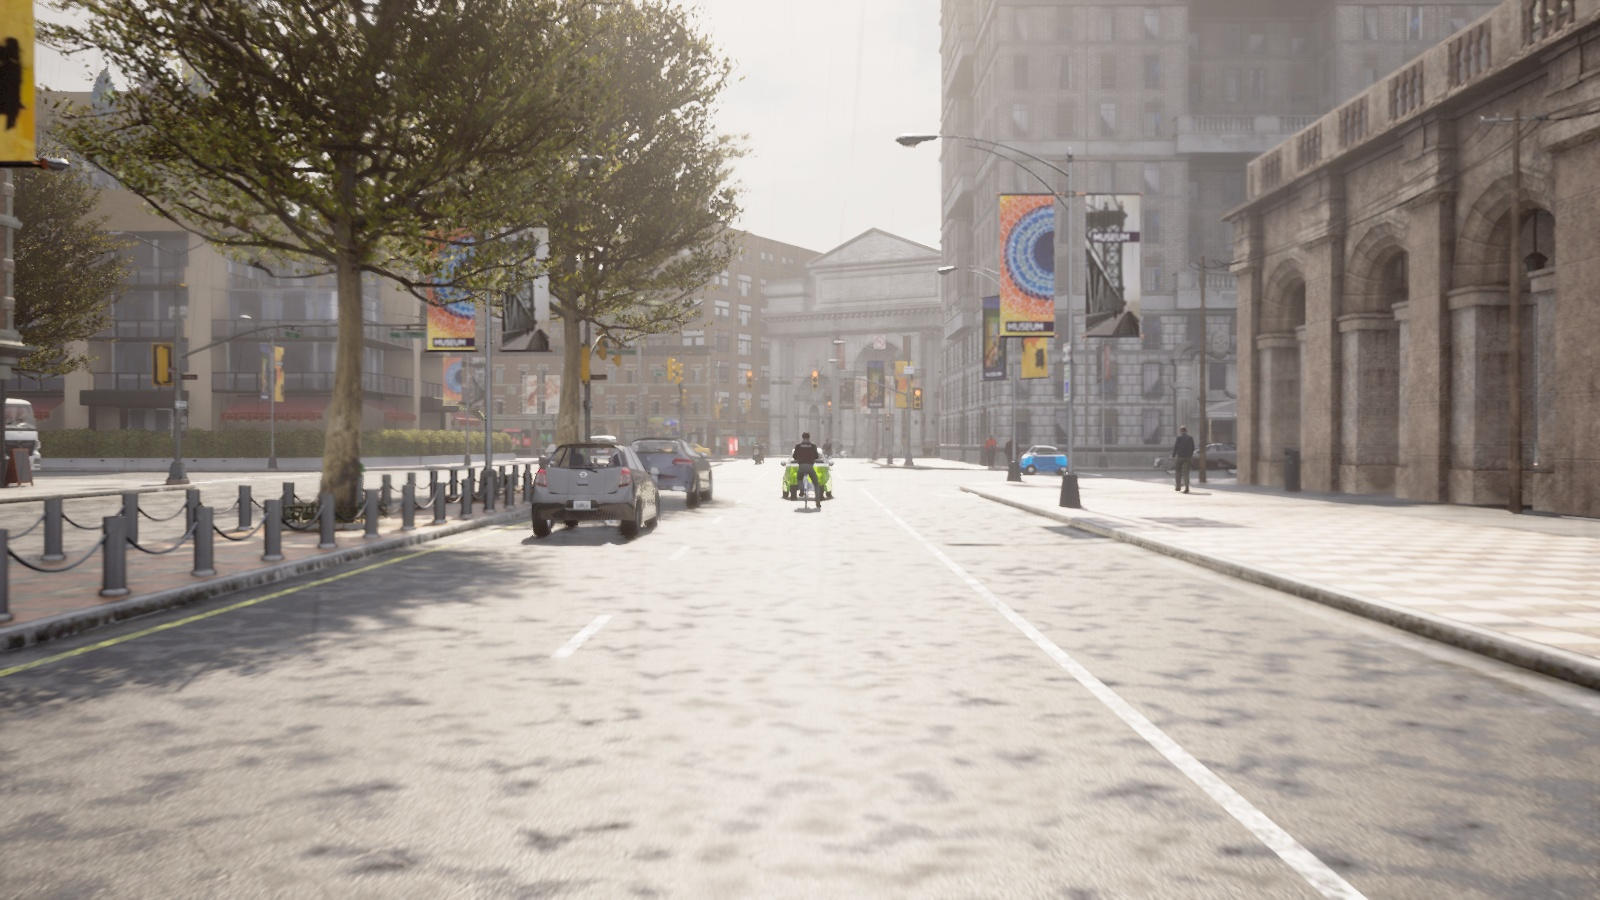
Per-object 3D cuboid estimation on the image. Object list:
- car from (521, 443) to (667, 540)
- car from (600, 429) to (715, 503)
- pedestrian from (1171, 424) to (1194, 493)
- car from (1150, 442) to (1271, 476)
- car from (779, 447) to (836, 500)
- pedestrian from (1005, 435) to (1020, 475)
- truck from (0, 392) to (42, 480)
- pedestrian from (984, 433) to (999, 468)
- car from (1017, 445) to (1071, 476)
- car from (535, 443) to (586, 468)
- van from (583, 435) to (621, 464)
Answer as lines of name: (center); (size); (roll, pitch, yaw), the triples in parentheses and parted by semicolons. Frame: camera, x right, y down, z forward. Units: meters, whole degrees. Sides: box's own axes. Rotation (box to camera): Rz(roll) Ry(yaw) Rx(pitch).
car: (-3.365, 0.637, 21.161); (1.845, 1.501, 3.633); (0, 0, 0)
car: (-3.387, 0.348, 30.908); (2.152, 1.651, 5.027); (0, 0, 1)
pedestrian: (10.205, 0.223, 33.493); (0.402, 1.842, 0.726); (0, 0, 0)
car: (18.865, 0.392, 57.860); (4.902, 1.511, 2.128); (0, 0, 0)
car: (0.196, 0.611, 33.819); (1.481, 1.376, 2.207); (0, 1, 1)
pedestrian: (9.899, 0.215, 58.519); (0.634, 1.844, 0.899); (0, 0, 14)
truck: (-35.533, -0.551, 50.858); (7.936, 3.462, 2.891); (0, 0, 0)
pedestrian: (10.343, 0.029, 67.796); (0.634, 1.844, 0.899); (0, 0, -4)
car: (11.222, 0.484, 57.859); (2.207, 1.376, 1.481); (0, 0, 0)
car: (-14.518, 0.304, 76.387); (2.163, 1.488, 4.792); (0, 0, 0)
van: (-14.463, -0.060, 91.946); (2.069, 2.038, 4.480); (0, 0, 0)
